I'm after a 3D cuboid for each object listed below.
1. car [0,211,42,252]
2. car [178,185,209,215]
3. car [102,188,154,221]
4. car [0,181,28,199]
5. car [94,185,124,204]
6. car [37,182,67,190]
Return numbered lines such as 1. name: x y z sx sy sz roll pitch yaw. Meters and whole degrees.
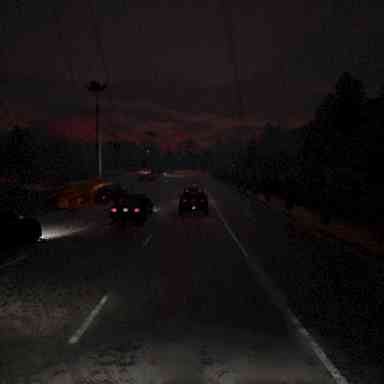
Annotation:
1. car: -6.901 1.305 11.377 1.994 1.385 4.181 0 3 0
2. car: 0.110 0.567 21.951 2.128 1.511 4.902 0 4 0
3. car: -3.398 0.800 19.523 2.033 1.411 5.357 0 4 0
4. car: -17.517 0.007 31.285 1.895 1.301 4.718 0 4 1
5. car: -6.864 0.096 28.328 1.882 1.535 5.008 0 4 0
6. car: -13.986 -0.251 33.544 1.837 1.490 4.892 0 4 1
